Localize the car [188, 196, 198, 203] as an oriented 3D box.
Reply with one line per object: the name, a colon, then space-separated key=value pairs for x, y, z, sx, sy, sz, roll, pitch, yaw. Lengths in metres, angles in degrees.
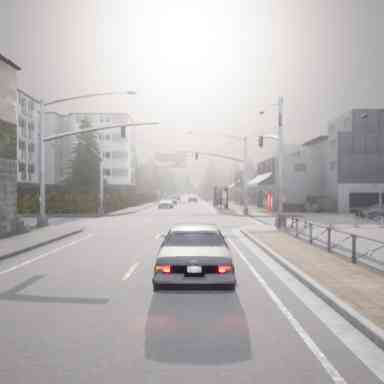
car: x=0.156 y=1.488 z=68.830 sx=1.812 sy=1.442 sz=4.674 roll=0 pitch=0 yaw=0

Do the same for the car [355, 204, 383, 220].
car: x=16.739 y=1.724 z=29.327 sx=4.181 sy=1.385 sz=1.994 roll=0 pitch=0 yaw=0

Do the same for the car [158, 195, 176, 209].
car: x=-3.561 y=1.501 z=45.849 sx=1.812 sy=1.442 sz=4.674 roll=0 pitch=0 yaw=0

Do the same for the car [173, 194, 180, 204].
car: x=-3.537 y=1.472 z=57.027 sx=1.837 sy=1.490 sz=4.892 roll=0 pitch=1 yaw=0

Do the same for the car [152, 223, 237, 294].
car: x=0.067 y=1.543 z=8.944 sx=2.033 sy=1.411 sz=5.357 roll=0 pitch=0 yaw=1
